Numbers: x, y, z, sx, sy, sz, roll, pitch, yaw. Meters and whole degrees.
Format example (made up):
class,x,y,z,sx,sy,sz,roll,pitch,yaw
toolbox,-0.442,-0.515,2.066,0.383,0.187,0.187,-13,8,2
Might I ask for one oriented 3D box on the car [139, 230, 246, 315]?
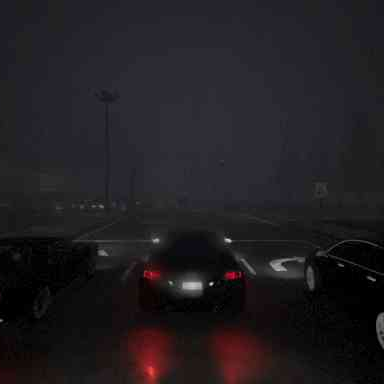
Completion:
class,x,y,z,sx,sy,sz,roll,pitch,yaw
car,0.006,1.564,7.659,1.994,1.385,4.181,0,0,0

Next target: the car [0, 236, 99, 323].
class,x,y,z,sx,sy,sz,roll,pitch,yaw
car,-3.495,1.601,7.158,1.895,1.301,4.718,0,0,0

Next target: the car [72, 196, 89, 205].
class,x,y,z,sx,sy,sz,roll,pitch,yaw
car,-19.860,1.506,59.692,1.837,1.490,4.892,0,0,0

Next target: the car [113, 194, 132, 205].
class,x,y,z,sx,sy,sz,roll,pitch,yaw
car,-12.865,1.505,60.541,1.837,1.490,4.892,0,0,0

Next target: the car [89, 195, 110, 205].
class,x,y,z,sx,sy,sz,roll,pitch,yaw
car,-16.364,1.601,59.648,1.895,1.301,4.718,0,0,0

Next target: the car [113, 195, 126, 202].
class,x,y,z,sx,sy,sz,roll,pitch,yaw
car,-16.303,1.500,74.674,1.837,1.490,4.892,0,0,0

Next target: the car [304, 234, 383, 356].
class,x,y,z,sx,sy,sz,roll,pitch,yaw
car,3.503,1.505,5.836,1.837,1.490,4.892,0,0,0

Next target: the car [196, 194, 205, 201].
class,x,y,z,sx,sy,sz,roll,pitch,yaw
car,2.194,1.350,86.719,2.097,1.767,4.553,0,0,0

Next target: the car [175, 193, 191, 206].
class,x,y,z,sx,sy,sz,roll,pitch,yaw
car,-1.299,1.352,55.393,2.097,1.767,4.553,0,0,0

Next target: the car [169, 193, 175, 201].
class,x,y,z,sx,sy,sz,roll,pitch,yaw
car,-4.805,1.220,86.402,2.150,2.045,5.566,0,0,0

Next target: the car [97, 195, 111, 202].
class,x,y,z,sx,sy,sz,roll,pitch,yaw
car,-19.803,1.478,74.902,1.882,1.535,5.008,0,0,0

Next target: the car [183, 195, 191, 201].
class,x,y,z,sx,sy,sz,roll,pitch,yaw
car,-1.306,1.521,86.765,2.128,1.511,4.902,0,0,0

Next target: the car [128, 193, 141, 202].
class,x,y,z,sx,sy,sz,roll,pitch,yaw
car,-12.803,1.500,75.652,1.837,1.490,4.892,0,0,0

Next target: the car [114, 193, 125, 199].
class,x,y,z,sx,sy,sz,roll,pitch,yaw
car,-19.806,1.092,90.619,1.882,1.535,5.008,0,0,0
